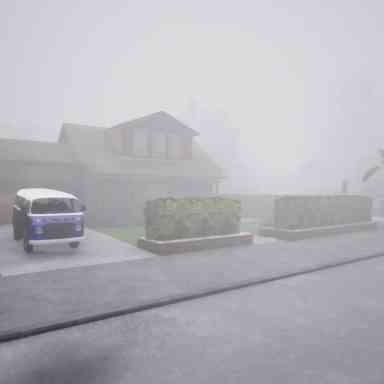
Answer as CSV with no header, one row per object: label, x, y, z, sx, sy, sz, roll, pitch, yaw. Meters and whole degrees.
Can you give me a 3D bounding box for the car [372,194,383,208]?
car,23.994,0.974,40.731,3.866,1.878,1.905,0,0,0
